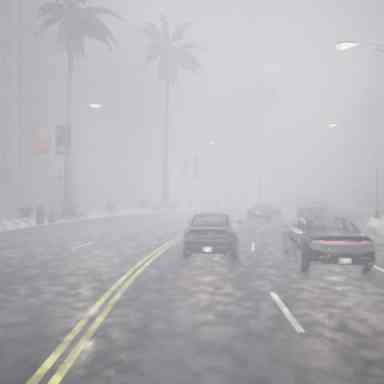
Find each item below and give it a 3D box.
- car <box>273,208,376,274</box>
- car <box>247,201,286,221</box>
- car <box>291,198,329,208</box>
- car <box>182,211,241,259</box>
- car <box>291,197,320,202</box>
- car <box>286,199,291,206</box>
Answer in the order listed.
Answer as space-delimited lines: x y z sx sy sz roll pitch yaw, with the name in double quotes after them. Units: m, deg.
4.052 1.477 10.568 2.128 1.511 4.902 0 0 7 "car"
6.018 1.528 27.382 1.994 1.385 4.181 0 0 29 "car"
9.753 1.491 26.932 1.812 1.442 4.674 0 0 31 "car"
0.821 1.489 12.547 1.837 1.490 4.892 0 0 8 "car"
15.667 1.435 43.215 4.902 1.511 2.128 0 0 -32 "car"
14.623 1.465 46.659 4.674 1.442 1.812 0 0 -31 "car"
